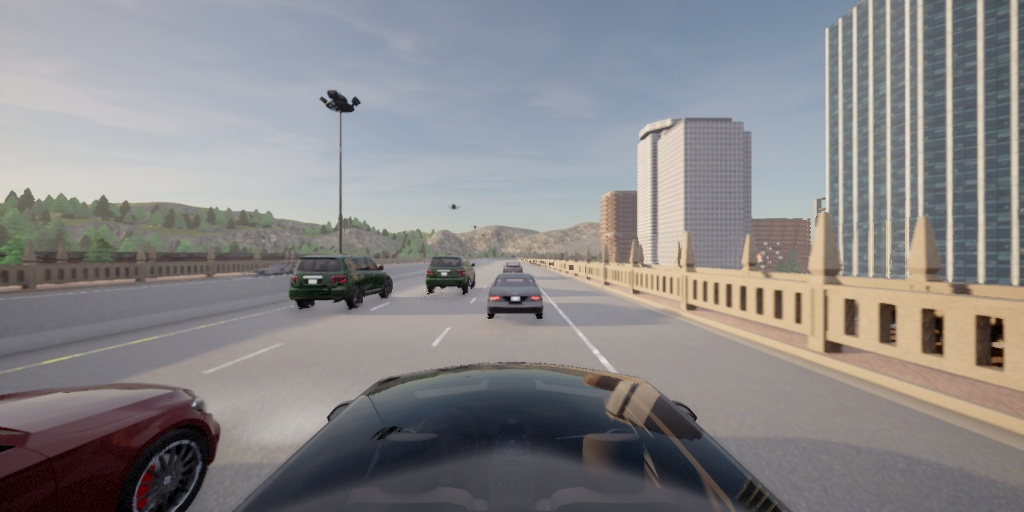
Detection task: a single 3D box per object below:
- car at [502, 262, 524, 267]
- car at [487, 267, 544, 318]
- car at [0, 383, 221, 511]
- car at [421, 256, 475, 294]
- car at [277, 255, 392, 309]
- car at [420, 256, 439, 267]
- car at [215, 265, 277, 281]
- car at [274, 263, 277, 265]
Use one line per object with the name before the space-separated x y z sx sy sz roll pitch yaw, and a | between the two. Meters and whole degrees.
car | 0.097 1.298 34.296 2.128 1.511 4.902 0 0 0
car | 0.098 1.308 13.023 2.033 1.411 5.357 0 0 0
car | -3.409 1.275 1.097 1.812 1.442 4.674 0 0 0
car | -3.403 0.994 20.658 2.150 2.045 5.566 0 0 0
car | -6.902 0.985 15.107 2.150 2.045 5.566 0 0 0
car | -14.006 0.895 61.093 2.097 1.767 4.553 0 0 0
car | -14.095 1.372 20.174 1.895 1.301 4.718 0 0 0
car | -17.585 1.280 27.813 2.128 1.511 4.902 0 0 0
